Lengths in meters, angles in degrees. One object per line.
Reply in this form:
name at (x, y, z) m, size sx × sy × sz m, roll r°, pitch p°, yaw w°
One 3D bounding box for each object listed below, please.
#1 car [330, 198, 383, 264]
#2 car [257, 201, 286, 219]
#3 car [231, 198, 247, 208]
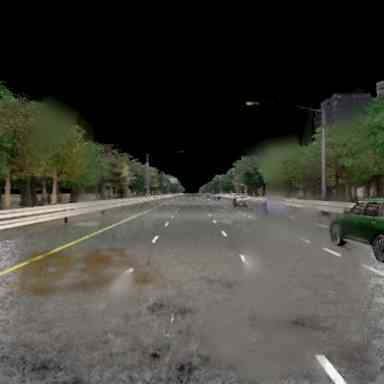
car at (6.994, 1.224, 11.959) m, size 2.150 × 2.045 × 5.566 m, roll 0°, pitch 0°, yaw 0°
car at (6.987, 1.539, 29.509) m, size 1.812 × 1.442 × 4.674 m, roll 0°, pitch 0°, yaw 0°
car at (6.986, 1.552, 49.346) m, size 1.812 × 1.442 × 4.674 m, roll 0°, pitch 0°, yaw 0°
